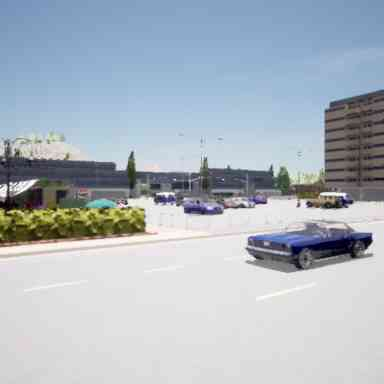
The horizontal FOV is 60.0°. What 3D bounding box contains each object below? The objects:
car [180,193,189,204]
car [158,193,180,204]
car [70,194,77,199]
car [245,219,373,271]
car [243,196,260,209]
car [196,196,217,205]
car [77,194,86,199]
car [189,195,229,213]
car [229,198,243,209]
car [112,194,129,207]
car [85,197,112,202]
[{"bbox_3d":[-2.847,1.268,77.038,1.932,1.855,4.605,0,0,-35],"label":"car"},{"bbox_3d":[-5.246,1.266,75.419,1.905,1.878,3.866,0,0,-35],"label":"car"},{"bbox_3d":[-23.658,1.469,62.452,1.970,1.475,3.806,0,0,-35],"label":"car"},{"bbox_3d":[4.004,1.615,11.137,4.718,1.301,1.895,0,0,-35],"label":"car"},{"bbox_3d":[6.543,1.496,43.898,1.970,1.475,3.806,0,0,-35],"label":"car"},{"bbox_3d":[2.581,1.503,59.571,1.970,1.475,3.806,0,0,-35],"label":"car"},{"bbox_3d":[-21.282,1.234,64.108,1.905,1.878,3.866,0,0,-35],"label":"car"},{"bbox_3d":[2.007,1.245,40.651,1.932,1.855,4.605,0,0,-35],"label":"car"},{"bbox_3d":[4.174,1.459,42.235,1.784,1.438,3.905,0,0,-35],"label":"car"},{"bbox_3d":[-11.193,1.234,49.784,1.932,1.855,4.605,0,0,-35],"label":"car"},{"bbox_3d":[-13.600,1.440,48.171,1.784,1.438,3.905,0,0,-35],"label":"car"}]
